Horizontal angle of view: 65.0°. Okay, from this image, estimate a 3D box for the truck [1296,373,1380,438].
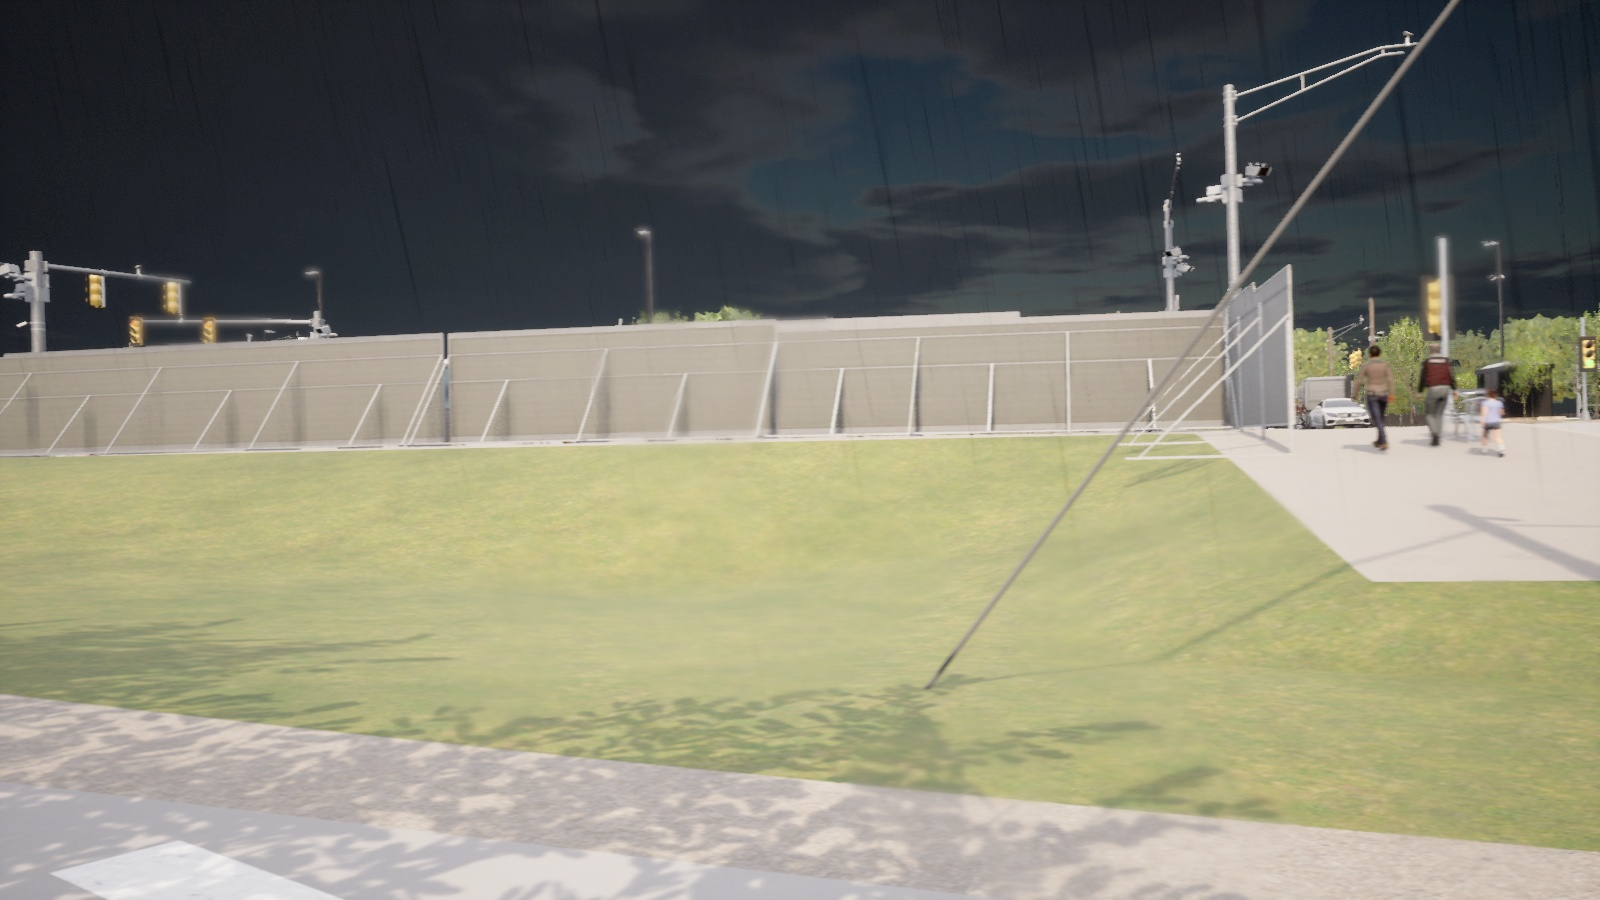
[{"bbox_3d":[31.231,-2.494,73.197,2.891,3.462,7.936,-1,0,12],"label":"truck"}]

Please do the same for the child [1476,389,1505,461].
[{"bbox_3d":[10.913,-0.393,19.842,0.255,1.110,0.394,-1,0,7],"label":"child"}]

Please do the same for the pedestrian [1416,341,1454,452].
[{"bbox_3d":[10.884,-0.903,21.550,0.376,1.854,0.720,-1,0,12],"label":"pedestrian"}]

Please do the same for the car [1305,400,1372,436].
[{"bbox_3d":[23.592,-1.375,55.171,1.812,1.442,4.674,-1,0,12],"label":"car"}]

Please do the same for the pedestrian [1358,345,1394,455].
[{"bbox_3d":[9.720,-0.825,21.198,0.328,1.805,0.869,-1,0,12],"label":"pedestrian"}]
